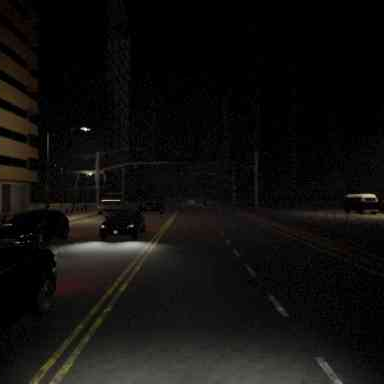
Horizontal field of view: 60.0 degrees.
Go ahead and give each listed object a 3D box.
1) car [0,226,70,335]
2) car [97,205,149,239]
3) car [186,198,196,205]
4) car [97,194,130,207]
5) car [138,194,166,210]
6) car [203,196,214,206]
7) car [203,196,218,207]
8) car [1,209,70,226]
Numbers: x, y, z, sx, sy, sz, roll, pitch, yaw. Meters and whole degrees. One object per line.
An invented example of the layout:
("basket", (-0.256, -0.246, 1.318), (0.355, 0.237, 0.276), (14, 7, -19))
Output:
("car", (-3.615, 1.525, 4.808), (2.128, 1.511, 4.902), (0, 0, 0))
("car", (-3.637, 1.641, 18.108), (1.812, 1.442, 4.674), (0, 0, 0))
("car", (-0.221, 1.937, 67.326), (1.812, 1.442, 4.674), (0, 0, 0))
("car", (-7.105, 1.036, 30.752), (2.150, 2.045, 5.566), (0, 0, 0))
("car", (-3.605, 1.035, 30.764), (2.150, 2.045, 5.566), (0, 0, 0))
("car", (3.270, 1.770, 67.304), (2.097, 1.767, 4.553), (0, 0, 0))
("car", (3.304, 1.852, 57.333), (1.812, 1.442, 4.674), (0, 0, 0))
("car", (-7.140, 1.600, 15.153), (1.837, 1.490, 4.892), (0, 1, 0))
